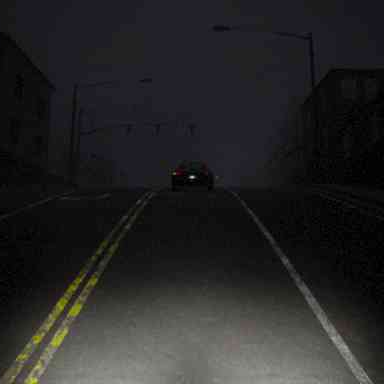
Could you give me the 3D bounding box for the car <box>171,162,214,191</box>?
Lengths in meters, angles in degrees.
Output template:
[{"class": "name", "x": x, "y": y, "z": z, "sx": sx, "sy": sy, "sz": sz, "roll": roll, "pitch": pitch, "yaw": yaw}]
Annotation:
[{"class": "car", "x": 0.033, "y": -0.819, "z": 16.672, "sx": 1.994, "sy": 1.385, "sz": 4.181, "roll": 0, "pitch": 4, "yaw": 1}]
